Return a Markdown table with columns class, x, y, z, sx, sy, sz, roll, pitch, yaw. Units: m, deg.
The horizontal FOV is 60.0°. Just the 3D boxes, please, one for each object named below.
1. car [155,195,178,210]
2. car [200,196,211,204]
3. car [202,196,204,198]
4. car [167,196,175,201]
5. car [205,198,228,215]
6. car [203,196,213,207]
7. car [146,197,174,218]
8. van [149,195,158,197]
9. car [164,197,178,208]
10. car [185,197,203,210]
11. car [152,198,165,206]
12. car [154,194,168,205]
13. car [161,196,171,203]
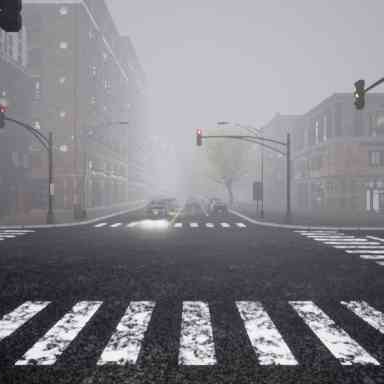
| class | x | y | z | sx | sy | sz | roll | pitch | yaw |
| --- | --- | --- | --- | --- | --- | --- | --- | --- | --- |
| car | -3.086 | 1.518 | 40.273 | 1.882 | 1.535 | 5.008 | 0 | 0 | 0 |
| car | 2.702 | 1.536 | 67.794 | 1.967 | 1.590 | 4.097 | 0 | 0 | 0 |
| car | 2.698 | 1.488 | 45.007 | 1.967 | 1.590 | 4.097 | 0 | 0 | 0 |
| car | -5.674 | 1.687 | 90.415 | 1.752 | 1.417 | 4.829 | 0 | 0 | 0 |
| car | 2.696 | 1.580 | 33.613 | 2.008 | 1.369 | 4.403 | 0 | 0 | 0 |
| car | 2.697 | 1.479 | 39.310 | 1.967 | 1.590 | 4.097 | 0 | 0 | 0 |
| car | -3.095 | 1.516 | 30.825 | 2.128 | 1.511 | 4.902 | 0 | 0 | 0 |
| van | -5.682 | 1.399 | 50.707 | 1.690 | 1.788 | 3.998 | 0 | 0 | 0 |
| car | -3.077 | 1.583 | 50.371 | 1.812 | 1.442 | 4.674 | 0 | 0 | 0 |
| car | 0.110 | 1.646 | 43.681 | 1.895 | 1.301 | 4.718 | 0 | 0 | 0 |
| car | -5.680 | 1.651 | 56.404 | 1.802 | 1.307 | 4.206 | 0 | 0 | 0 |
| car | -5.680 | 1.397 | 62.101 | 2.192 | 1.841 | 5.009 | 0 | 0 | 0 |
| car | -5.677 | 1.663 | 73.494 | 2.008 | 1.369 | 4.403 | 0 | 0 | 0 |
